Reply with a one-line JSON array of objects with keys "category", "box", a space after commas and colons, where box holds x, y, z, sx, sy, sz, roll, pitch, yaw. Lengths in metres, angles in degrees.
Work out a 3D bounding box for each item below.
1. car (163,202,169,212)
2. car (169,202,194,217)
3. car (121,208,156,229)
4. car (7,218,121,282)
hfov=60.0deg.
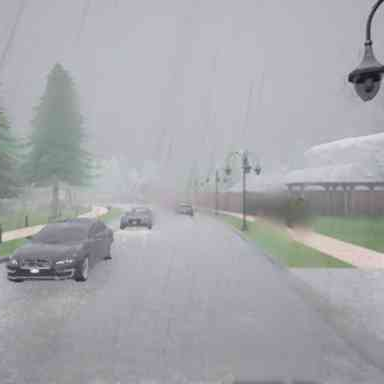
[{"category": "car", "box": [-2.794, 2.011, 45.192, 1.895, 1.301, 4.718, 0, -1, -12]}, {"category": "car", "box": [-0.979, 1.807, 34.939, 2.128, 1.511, 4.902, 0, -1, -7]}, {"category": "car", "box": [-3.635, 1.774, 23.008, 1.994, 1.385, 4.181, 0, -1, 0]}, {"category": "car", "box": [-3.666, 1.598, 10.140, 1.837, 1.490, 4.892, 0, -1, 0]}]
